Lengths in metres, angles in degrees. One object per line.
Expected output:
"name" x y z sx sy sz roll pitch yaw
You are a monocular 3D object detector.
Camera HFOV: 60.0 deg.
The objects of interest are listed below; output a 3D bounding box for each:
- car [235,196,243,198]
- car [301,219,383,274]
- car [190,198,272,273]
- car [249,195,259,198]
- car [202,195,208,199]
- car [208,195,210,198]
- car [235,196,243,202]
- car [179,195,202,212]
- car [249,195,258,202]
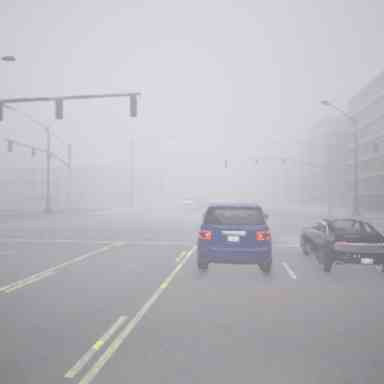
"car" 10.664 1.777 74.662 1.837 1.490 4.892 0 0 8
"car" 4.968 1.643 11.237 2.128 1.511 4.902 0 -1 8
"car" 1.463 1.363 11.459 2.150 2.045 5.566 0 -1 8
"car" 14.164 1.806 74.416 2.128 1.511 4.902 0 0 8
"car" 1.007 1.594 56.286 2.150 2.045 5.566 0 0 8
"car" 2.492 1.536 66.634 2.150 2.045 5.566 0 0 8
"car" 12.022 1.794 84.618 1.994 1.385 4.181 0 0 8
"car" -0.407 1.621 45.994 2.150 2.045 5.566 0 0 8
"car" 15.542 1.602 84.523 2.097 1.767 4.553 0 0 8
